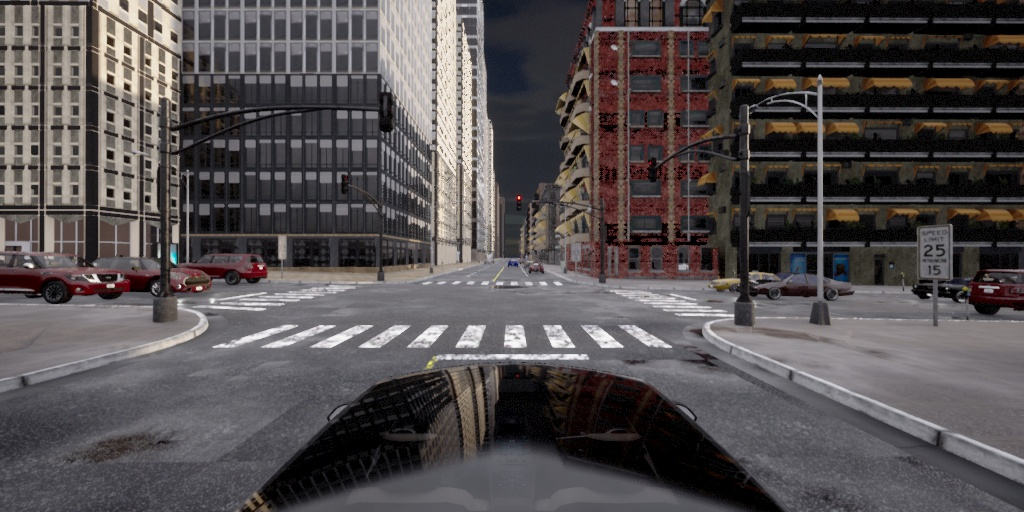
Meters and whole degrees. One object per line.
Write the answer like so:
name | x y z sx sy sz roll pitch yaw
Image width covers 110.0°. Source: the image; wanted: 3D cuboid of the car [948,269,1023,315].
car | 20.614 1.458 13.718 5.009 1.841 2.192 0 0 0

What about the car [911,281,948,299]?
car | 24.886 1.836 19.507 4.718 1.301 1.895 1 0 -1

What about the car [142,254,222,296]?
car | -16.271 0.823 16.035 4.553 1.767 2.097 1 0 -2

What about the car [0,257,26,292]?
car | -25.385 0.778 15.929 5.008 1.535 1.882 1 0 0

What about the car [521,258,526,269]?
car | 2.757 1.308 54.651 2.007 1.370 4.403 0 0 0

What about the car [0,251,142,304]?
car | -17.560 0.755 13.401 5.009 1.841 2.192 0 0 0

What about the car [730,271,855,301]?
car | 15.256 1.607 19.435 5.357 1.411 2.033 1 0 0

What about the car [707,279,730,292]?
car | 14.656 1.583 22.022 4.829 1.417 1.751 0 0 0

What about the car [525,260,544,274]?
car | 2.791 1.334 41.734 1.802 1.307 4.207 0 0 0

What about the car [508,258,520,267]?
car | 0.180 1.241 65.086 1.882 1.535 5.008 0 0 0

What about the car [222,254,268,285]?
car | -17.684 0.773 21.780 5.009 1.841 2.192 0 0 0
